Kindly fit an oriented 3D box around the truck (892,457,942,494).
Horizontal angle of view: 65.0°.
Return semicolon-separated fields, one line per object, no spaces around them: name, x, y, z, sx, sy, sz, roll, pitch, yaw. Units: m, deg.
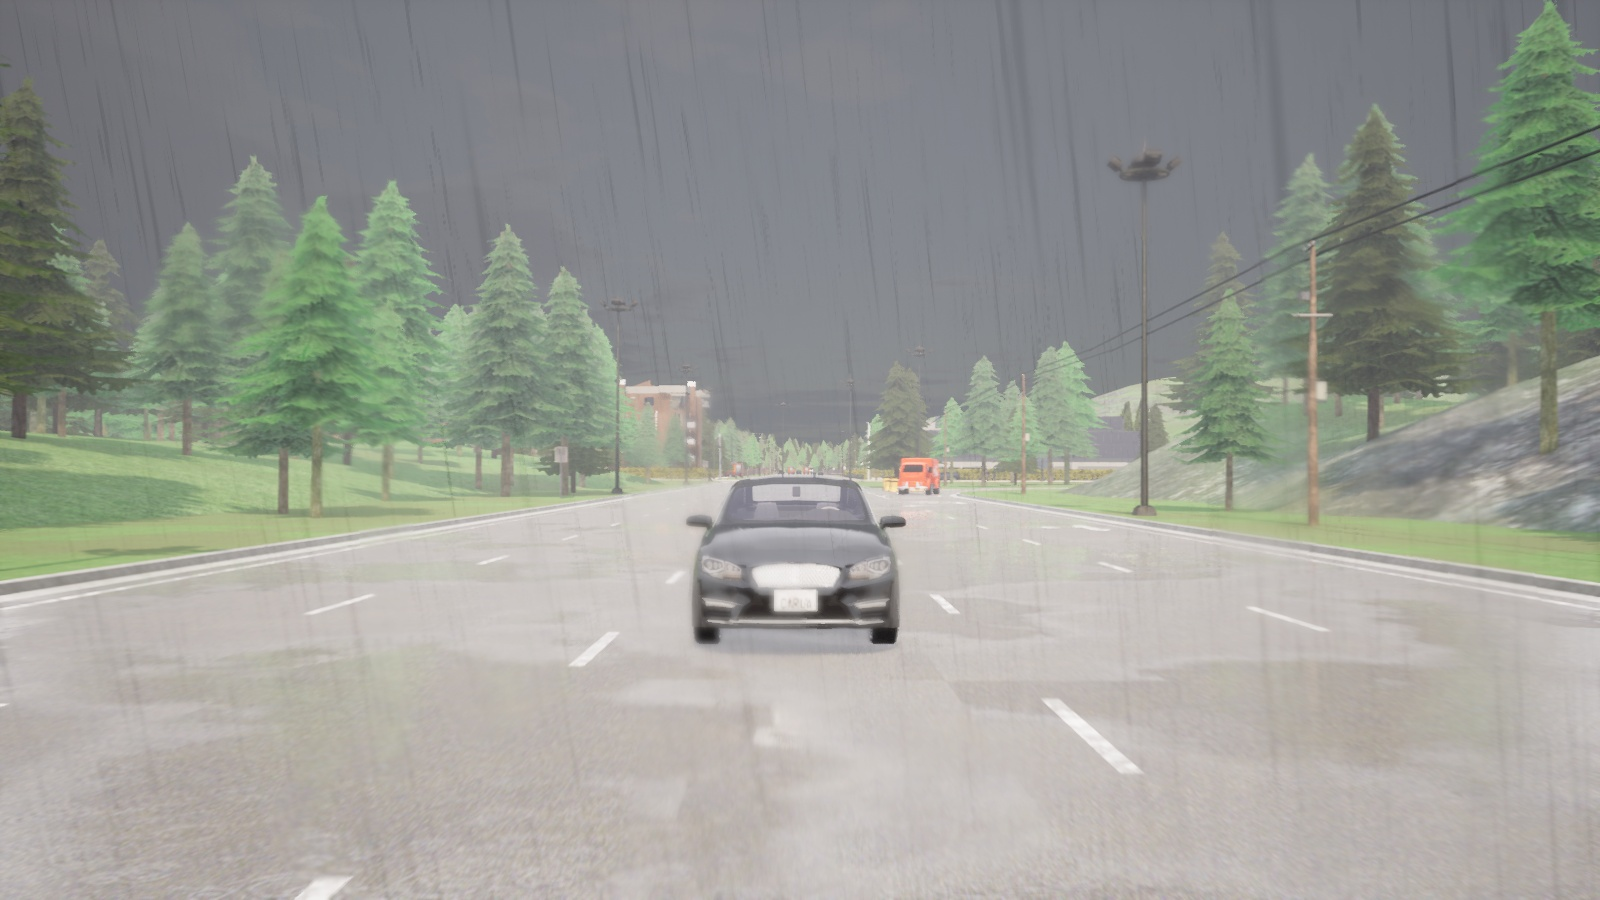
truck;7.997;1.734;85.350;2.627;2.467;5.204;-1;-1;14

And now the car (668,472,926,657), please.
car;-0.031;0.986;12.827;2.128;1.511;4.902;0;-1;0
